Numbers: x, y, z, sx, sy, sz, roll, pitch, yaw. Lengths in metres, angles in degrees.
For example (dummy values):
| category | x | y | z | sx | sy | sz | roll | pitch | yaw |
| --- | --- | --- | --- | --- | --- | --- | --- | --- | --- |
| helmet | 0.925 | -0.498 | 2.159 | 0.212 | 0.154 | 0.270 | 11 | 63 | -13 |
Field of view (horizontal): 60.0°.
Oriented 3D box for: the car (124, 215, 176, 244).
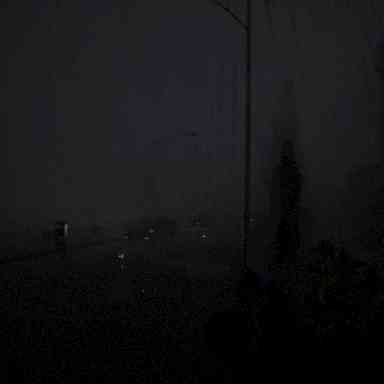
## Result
| category | x | y | z | sx | sy | sz | roll | pitch | yaw |
| --- | --- | --- | --- | --- | --- | --- | --- | --- | --- |
| car | -2.472 | 2.223 | 20.731 | 1.882 | 1.535 | 5.008 | 0 | -2 | 16 |

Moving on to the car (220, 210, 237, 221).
| category | x | y | z | sx | sy | sz | roll | pitch | yaw |
| --- | --- | --- | --- | --- | --- | --- | --- | --- | --- |
| car | 5.372 | 3.458 | 48.305 | 1.837 | 1.490 | 4.892 | 0 | -2 | 16 |

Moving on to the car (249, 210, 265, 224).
| category | x | y | z | sx | sy | sz | roll | pitch | yaw |
| --- | --- | --- | --- | --- | --- | --- | --- | --- | --- |
| car | 7.806 | 3.202 | 42.014 | 1.837 | 1.490 | 4.892 | 0 | -2 | 16 |

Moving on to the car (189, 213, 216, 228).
| category | x | y | z | sx | sy | sz | roll | pitch | yaw |
| --- | --- | --- | --- | --- | --- | --- | --- | --- | --- |
| car | 1.093 | 2.836 | 33.400 | 1.994 | 1.385 | 4.181 | 0 | -2 | 16 |
